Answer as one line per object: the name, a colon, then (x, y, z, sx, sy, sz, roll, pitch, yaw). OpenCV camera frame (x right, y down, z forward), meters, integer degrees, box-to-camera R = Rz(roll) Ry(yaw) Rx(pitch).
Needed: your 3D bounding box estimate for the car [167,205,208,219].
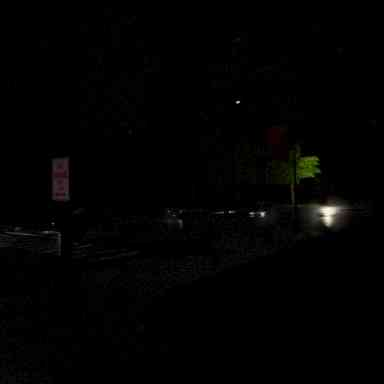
car: (-0.413, 1.997, 33.628, 1.895, 1.301, 4.718, -1, -1, 36)

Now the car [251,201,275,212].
car: (10.427, 2.054, 48.713, 1.882, 1.535, 5.008, -1, -2, 36)

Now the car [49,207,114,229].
car: (-7.669, 1.802, 23.505, 1.812, 1.442, 4.674, -1, -1, 36)
